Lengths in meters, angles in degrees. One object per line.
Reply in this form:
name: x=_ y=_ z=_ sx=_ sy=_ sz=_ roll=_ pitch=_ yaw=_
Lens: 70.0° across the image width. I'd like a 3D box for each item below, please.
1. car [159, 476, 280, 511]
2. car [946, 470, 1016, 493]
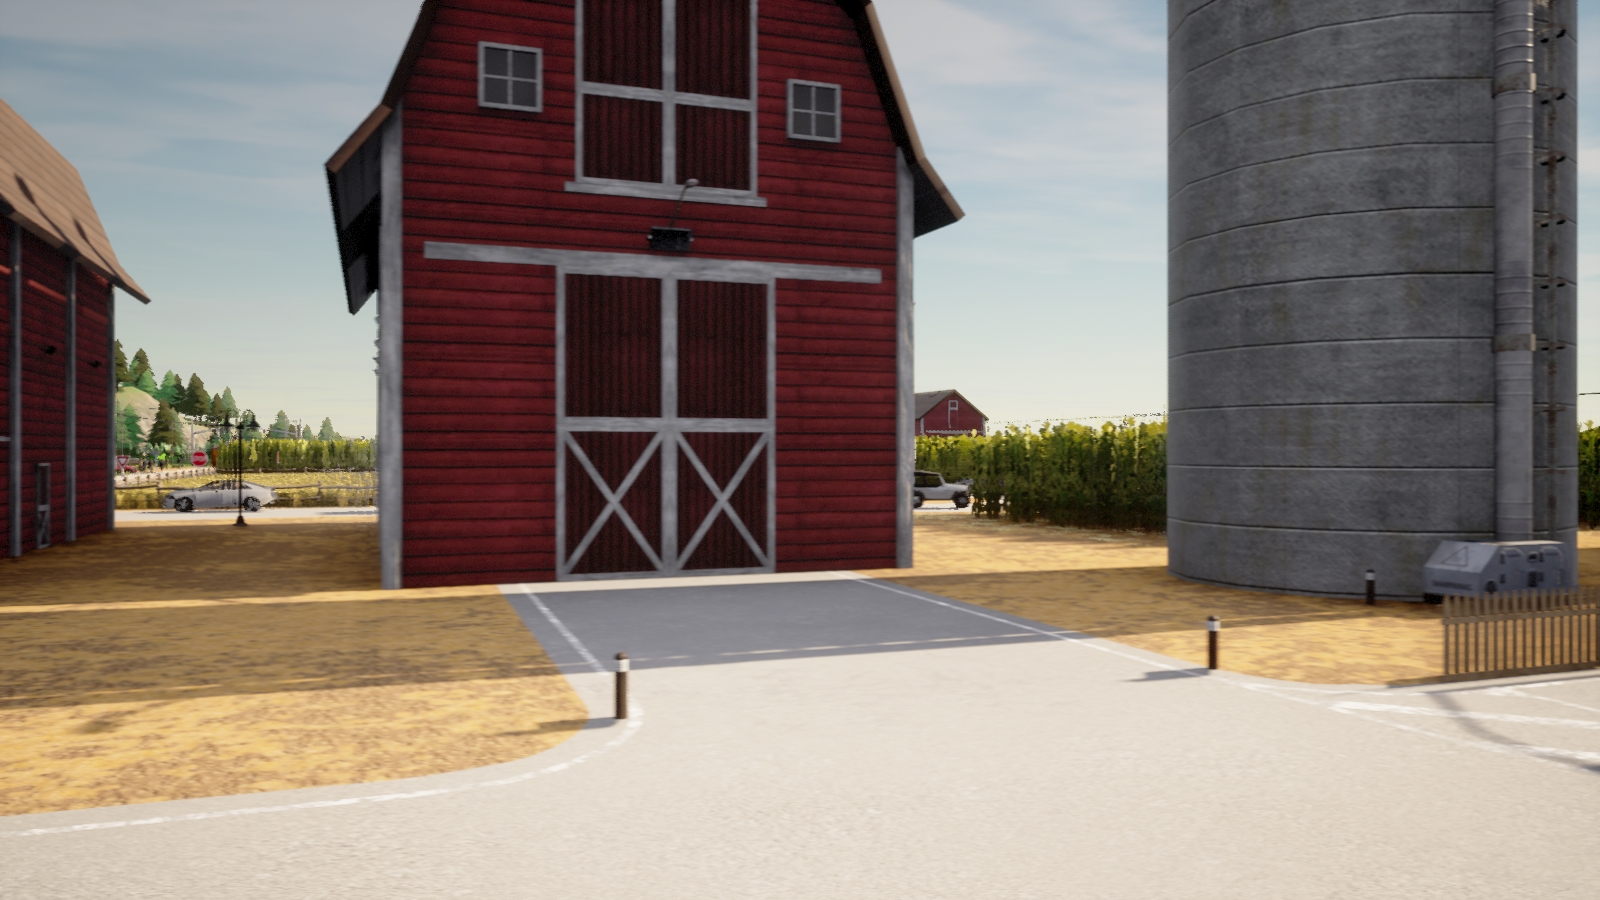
car: x=-27.481 y=2.048 z=54.260 sx=4.902 sy=1.511 sz=2.128 roll=0 pitch=0 yaw=-20
car: x=11.956 y=2.065 z=75.613 sx=4.193 sy=1.474 sz=1.816 roll=0 pitch=0 yaw=36
